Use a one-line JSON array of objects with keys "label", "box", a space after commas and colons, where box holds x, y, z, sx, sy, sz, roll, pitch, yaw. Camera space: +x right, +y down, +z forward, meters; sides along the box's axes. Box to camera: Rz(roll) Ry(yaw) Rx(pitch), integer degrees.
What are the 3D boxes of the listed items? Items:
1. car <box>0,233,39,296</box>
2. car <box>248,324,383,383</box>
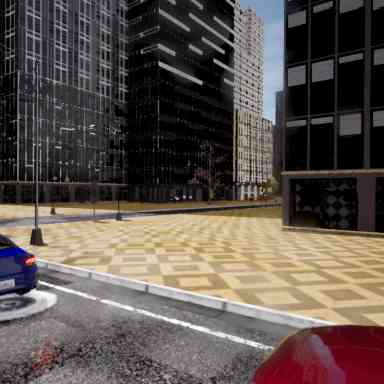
[{"label": "car", "box": [-5.252, 1.523, 7.427, 4.674, 1.442, 1.812, 0, 0, 36]}, {"label": "car", "box": [2.351, 1.564, 2.000, 4.181, 1.385, 1.994, 0, 0, 35]}]
